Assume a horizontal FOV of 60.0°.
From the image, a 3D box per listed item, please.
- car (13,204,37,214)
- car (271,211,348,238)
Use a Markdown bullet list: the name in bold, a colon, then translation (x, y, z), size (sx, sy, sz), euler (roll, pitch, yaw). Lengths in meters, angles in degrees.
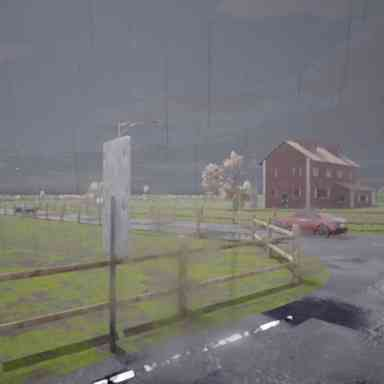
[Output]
- **car**: translation (-23.787, 2.405, 47.341), size (2.033, 1.411, 5.357), euler (0, -1, -43)
- **car**: translation (6.614, 1.754, 19.052), size (1.994, 1.385, 4.181), euler (0, -1, -42)
